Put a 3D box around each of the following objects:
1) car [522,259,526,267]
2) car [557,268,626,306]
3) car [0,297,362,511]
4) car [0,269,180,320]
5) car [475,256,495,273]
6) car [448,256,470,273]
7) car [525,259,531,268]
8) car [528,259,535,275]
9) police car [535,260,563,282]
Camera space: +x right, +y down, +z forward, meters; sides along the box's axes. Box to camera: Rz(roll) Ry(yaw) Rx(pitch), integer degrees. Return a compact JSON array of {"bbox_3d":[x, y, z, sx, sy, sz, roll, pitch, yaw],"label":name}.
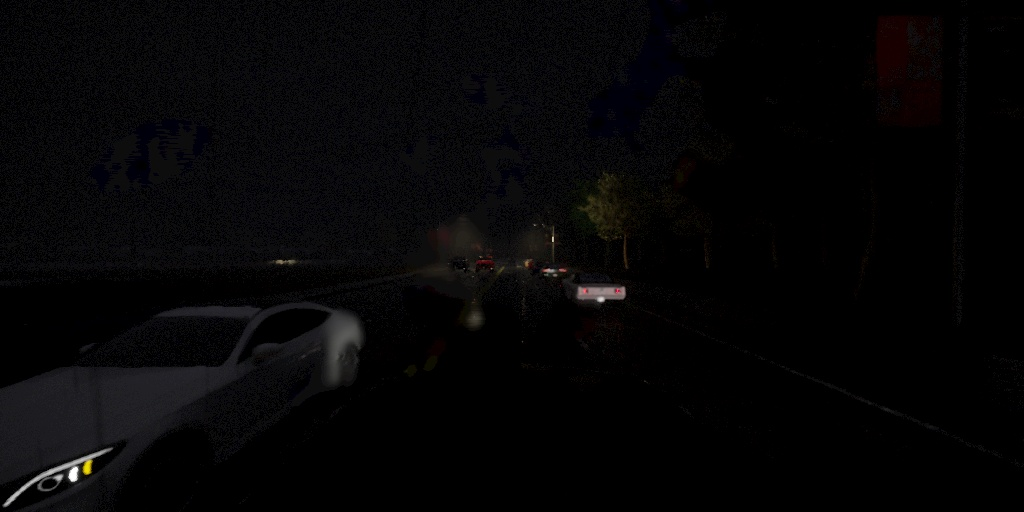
[{"bbox_3d":[3.245,1.311,62.592,1.801,1.575,5.366,0,0,0],"label":"car"},{"bbox_3d":[3.348,1.357,15.708,1.895,1.301,4.718,0,0,0],"label":"car"},{"bbox_3d":[-3.351,1.275,4.156,1.812,1.442,4.674,0,0,0],"label":"car"},{"bbox_3d":[-6.601,1.101,4.564,2.097,1.767,4.553,0,0,0],"label":"car"},{"bbox_3d":[-3.338,1.032,45.187,2.150,2.045,5.566,0,0,0],"label":"car"},{"bbox_3d":[-6.587,1.033,45.490,2.150,2.045,5.566,0,0,0],"label":"car"},{"bbox_3d":[3.246,1.353,51.401,1.812,1.442,4.674,0,0,0],"label":"car"},{"bbox_3d":[3.246,1.367,40.399,1.994,1.385,4.181,0,0,0],"label":"car"},{"bbox_3d":[3.248,1.284,29.399,2.038,1.542,4.974,0,0,0],"label":"police car"}]
